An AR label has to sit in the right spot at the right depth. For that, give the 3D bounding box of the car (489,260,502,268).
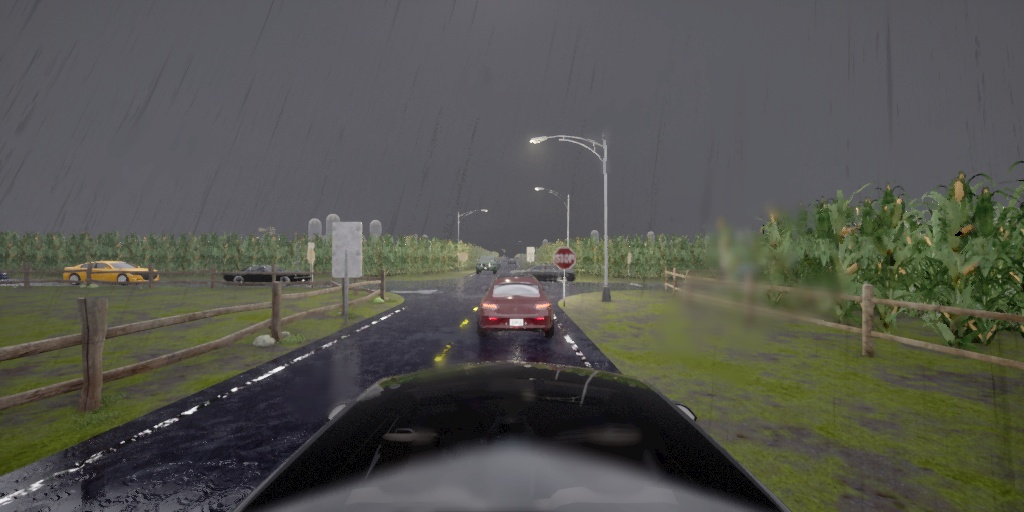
[{"bbox_3d":[-2.819,1.325,61.502,1.895,1.301,4.718,0,0,0],"label":"car"}]

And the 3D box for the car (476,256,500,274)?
[{"bbox_3d":[-2.839,0.961,41.138,2.150,2.045,5.566,0,0,0],"label":"car"}]

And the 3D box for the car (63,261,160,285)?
[{"bbox_3d":[-25.913,1.072,23.311,5.008,1.535,1.882,0,-1,1],"label":"car"}]

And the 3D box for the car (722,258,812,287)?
[{"bbox_3d":[18.307,1.118,25.819,5.566,2.045,2.150,1,-1,0],"label":"car"}]

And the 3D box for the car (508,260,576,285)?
[{"bbox_3d":[2.128,1.283,25.971,4.892,1.490,1.837,1,0,1],"label":"car"}]

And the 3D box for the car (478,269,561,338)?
[{"bbox_3d":[0.099,1.276,10.112,1.812,1.442,4.674,0,0,0],"label":"car"}]

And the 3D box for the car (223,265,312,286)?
[{"bbox_3d":[-15.684,1.251,23.208,4.718,1.301,1.895,0,-1,1],"label":"car"}]

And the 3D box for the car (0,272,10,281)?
[{"bbox_3d":[-36.540,1.088,23.426,5.357,1.411,2.033,0,-1,1],"label":"car"}]
